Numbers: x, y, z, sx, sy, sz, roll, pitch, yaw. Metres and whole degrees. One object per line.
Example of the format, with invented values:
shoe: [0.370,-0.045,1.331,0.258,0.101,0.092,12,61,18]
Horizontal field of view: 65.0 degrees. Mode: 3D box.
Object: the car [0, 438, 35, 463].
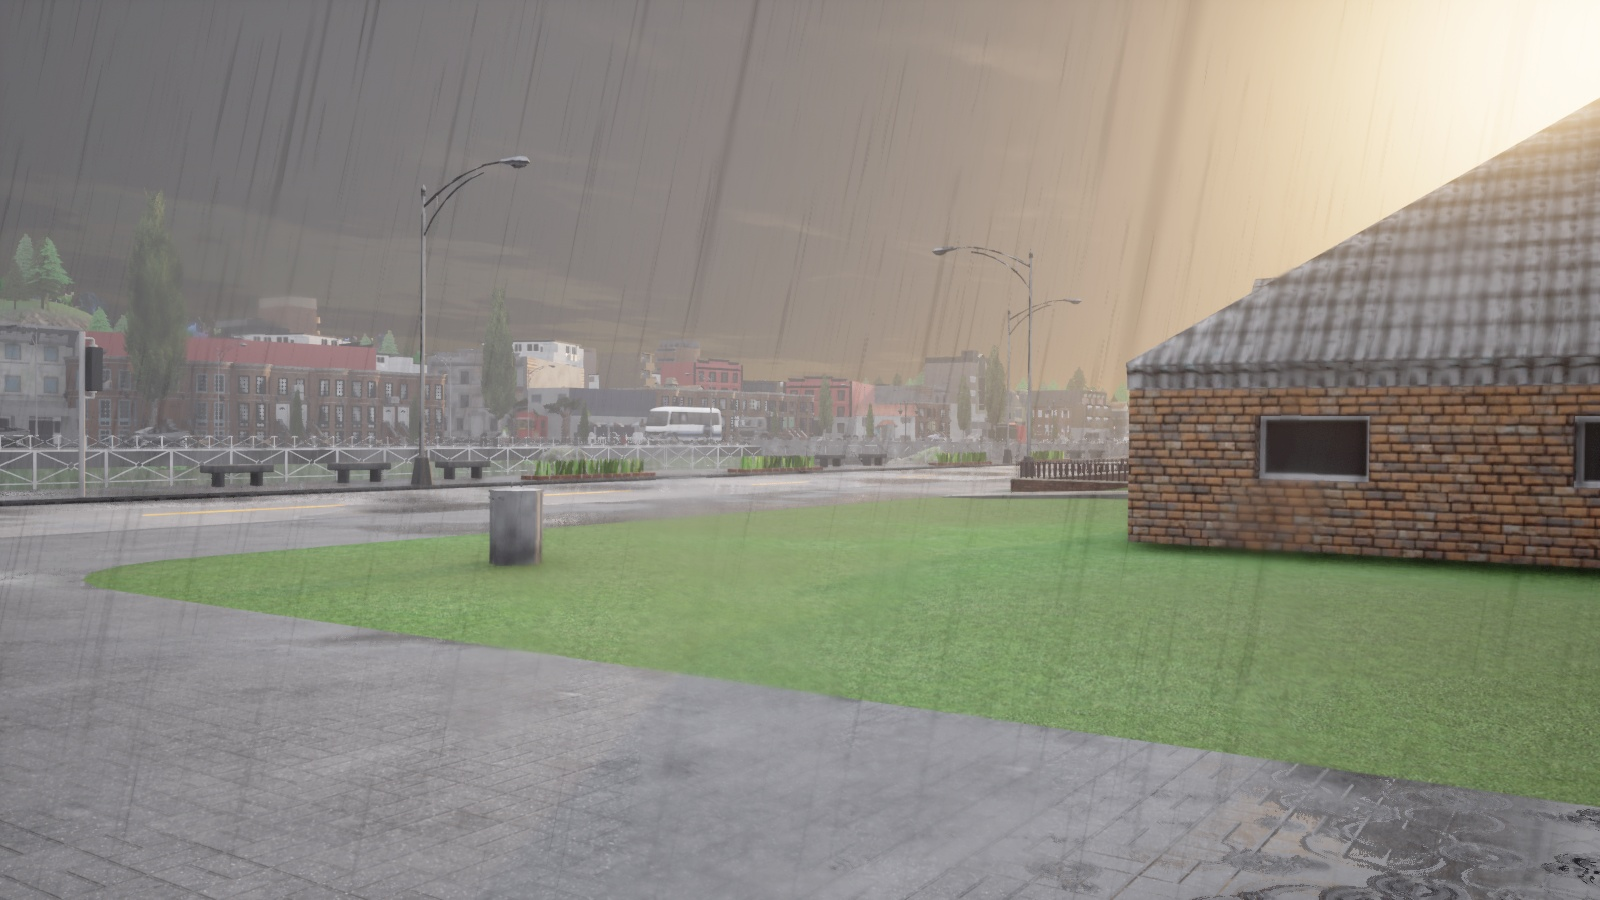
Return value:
car: [-52.322,0.045,81.092,2.007,1.525,4.514,0,1,34]
